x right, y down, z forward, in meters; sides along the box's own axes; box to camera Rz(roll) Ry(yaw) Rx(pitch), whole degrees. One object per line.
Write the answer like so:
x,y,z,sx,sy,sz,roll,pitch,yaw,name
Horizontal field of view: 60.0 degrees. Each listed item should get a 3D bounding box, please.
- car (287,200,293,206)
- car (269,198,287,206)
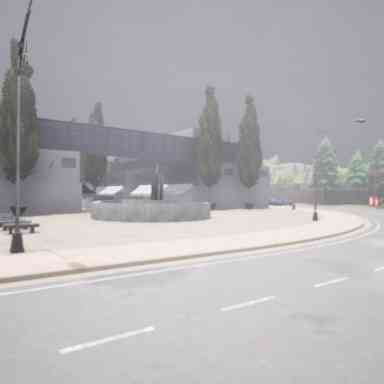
18.111,2.061,65.737,1.994,1.385,4.181,1,0,-30,car
15.197,1.942,63.773,1.882,1.535,5.008,1,-1,-30,car
